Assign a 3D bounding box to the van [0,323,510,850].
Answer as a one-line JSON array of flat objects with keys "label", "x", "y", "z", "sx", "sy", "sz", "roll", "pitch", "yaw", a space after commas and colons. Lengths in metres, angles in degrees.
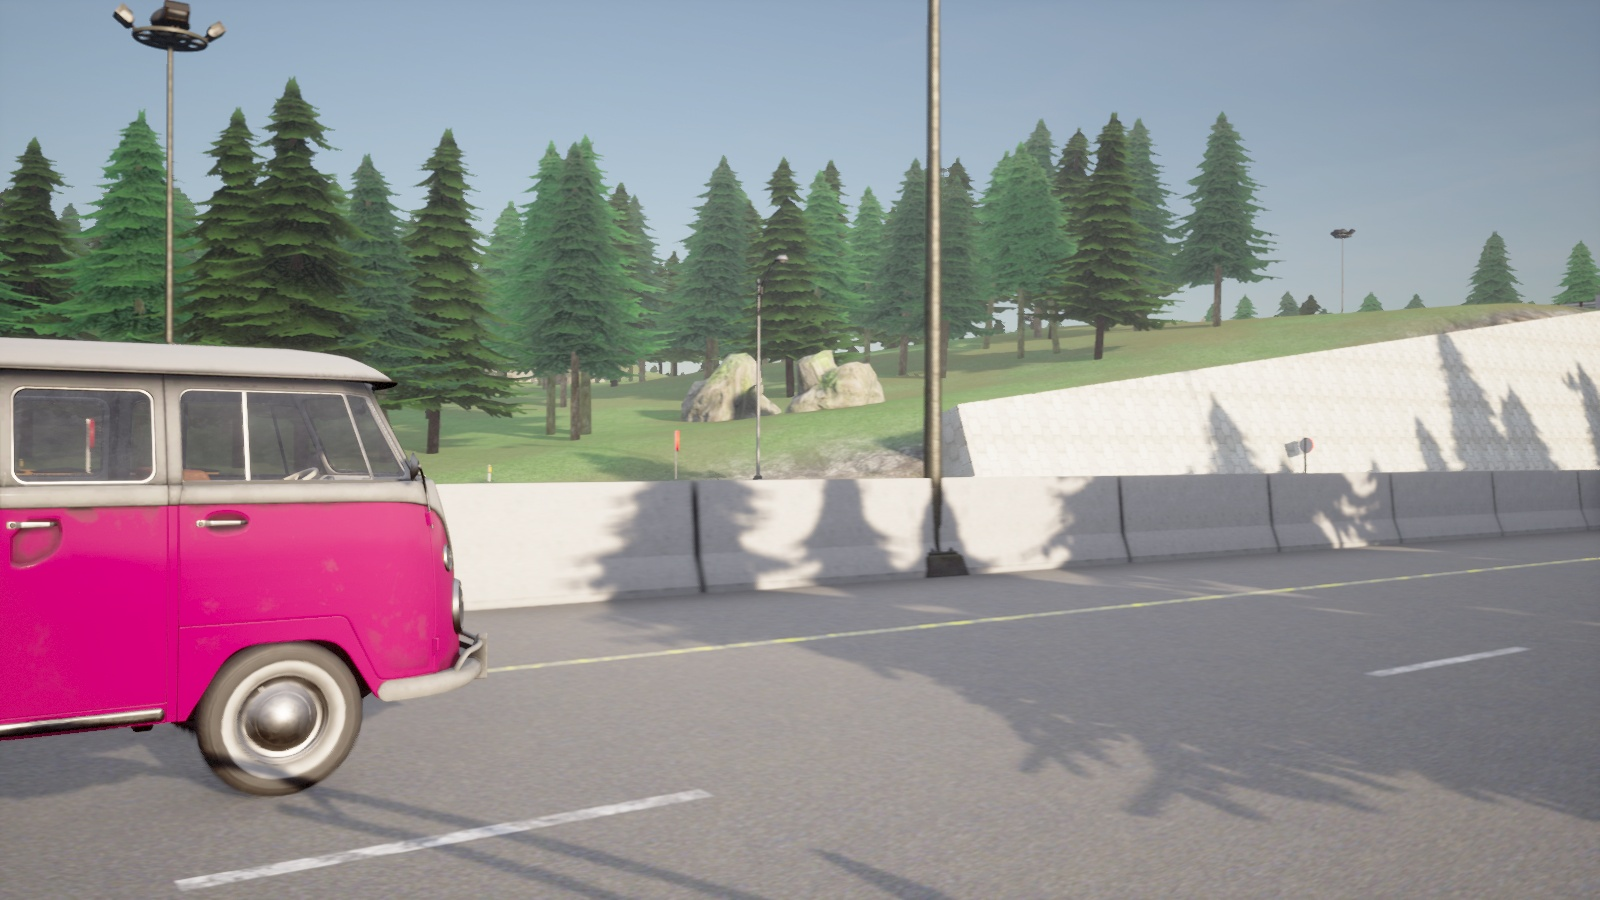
[{"label": "van", "x": -3.694, "y": 0.518, "z": 5.353, "sx": 4.442, "sy": 1.987, "sz": 1.775, "roll": 0, "pitch": 0, "yaw": -35}]
